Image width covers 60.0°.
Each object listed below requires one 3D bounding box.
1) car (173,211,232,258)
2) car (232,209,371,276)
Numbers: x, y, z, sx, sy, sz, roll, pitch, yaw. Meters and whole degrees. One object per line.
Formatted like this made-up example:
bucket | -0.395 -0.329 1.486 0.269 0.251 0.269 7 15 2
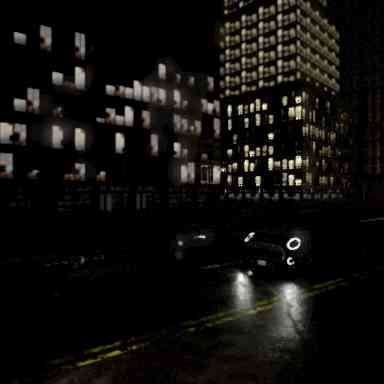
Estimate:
car | 1.557 1.506 12.988 4.902 1.511 2.128 0 0 -37
car | 3.712 1.365 10.551 4.553 1.767 2.097 0 0 -37
